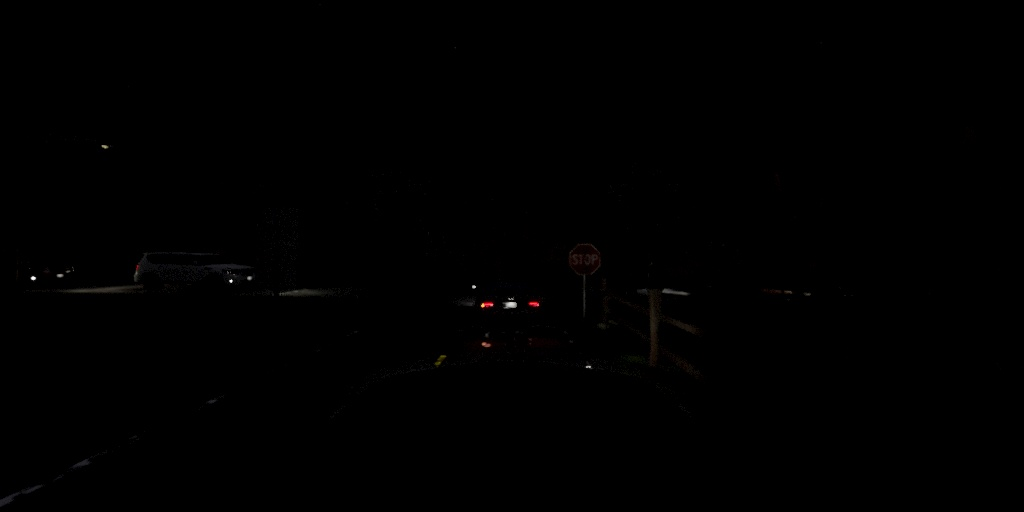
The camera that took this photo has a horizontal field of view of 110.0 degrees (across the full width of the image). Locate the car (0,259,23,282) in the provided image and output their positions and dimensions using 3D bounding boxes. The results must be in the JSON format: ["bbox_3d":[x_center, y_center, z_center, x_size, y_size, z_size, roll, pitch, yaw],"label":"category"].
[{"bbox_3d":[-34.571,0.892,22.360,5.357,1.411,2.033,1,0,0],"label":"car"}]

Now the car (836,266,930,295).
[{"bbox_3d":[22.201,1.387,21.752,4.553,1.767,2.097,1,0,1],"label":"car"}]

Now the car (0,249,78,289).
[{"bbox_3d":[-27.142,0.671,19.334,5.566,2.045,2.150,1,0,0],"label":"car"}]

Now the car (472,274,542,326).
[{"bbox_3d":[-0.297,1.305,11.720,2.033,1.411,5.357,0,0,-6],"label":"car"}]

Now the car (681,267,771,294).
[{"bbox_3d":[12.941,1.432,21.851,4.892,1.490,1.837,1,0,1],"label":"car"}]

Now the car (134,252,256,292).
[{"bbox_3d":[-16.778,0.802,19.217,5.566,2.045,2.150,1,0,1],"label":"car"}]
